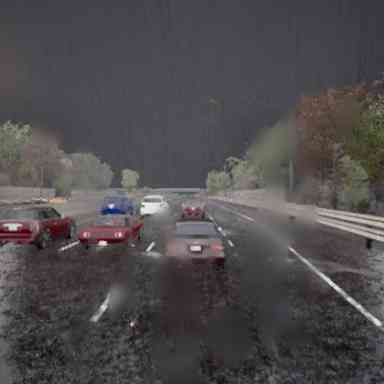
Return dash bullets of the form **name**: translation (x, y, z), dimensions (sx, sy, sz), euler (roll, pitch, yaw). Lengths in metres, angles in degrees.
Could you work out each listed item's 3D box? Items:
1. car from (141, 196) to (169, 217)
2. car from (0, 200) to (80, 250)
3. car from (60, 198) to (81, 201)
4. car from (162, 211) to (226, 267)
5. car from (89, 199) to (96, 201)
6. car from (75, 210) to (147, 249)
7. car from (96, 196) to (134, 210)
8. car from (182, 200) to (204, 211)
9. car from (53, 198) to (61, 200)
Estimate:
- **car**: translation (-3.400, 1.392, 31.066), dimensions (2.150, 2.045, 5.566), euler (0, 0, 0)
- **car**: translation (-6.902, 1.430, 14.952), dimensions (2.097, 1.767, 4.553), euler (0, 0, 0)
- **car**: translation (-21.029, 1.898, 59.419), dimensions (2.033, 1.411, 5.357), euler (0, 0, 1)
- **car**: translation (0.100, 1.608, 11.645), dimensions (2.033, 1.411, 5.357), euler (0, 0, 0)
- **car**: translation (-17.536, 1.917, 60.038), dimensions (1.994, 1.385, 4.181), euler (0, 0, 1)
- **car**: translation (-3.401, 1.679, 14.941), dimensions (1.895, 1.301, 4.718), euler (0, 0, 0)
- **car**: translation (-6.903, 1.392, 31.129), dimensions (2.150, 2.045, 5.566), euler (0, 0, 0)
- **car**: translation (0.099, 1.527, 31.761), dimensions (2.097, 1.767, 4.553), euler (0, 0, 0)
- **car**: translation (-24.516, 1.838, 61.051), dimensions (1.882, 1.535, 5.008), euler (0, 0, 0)
